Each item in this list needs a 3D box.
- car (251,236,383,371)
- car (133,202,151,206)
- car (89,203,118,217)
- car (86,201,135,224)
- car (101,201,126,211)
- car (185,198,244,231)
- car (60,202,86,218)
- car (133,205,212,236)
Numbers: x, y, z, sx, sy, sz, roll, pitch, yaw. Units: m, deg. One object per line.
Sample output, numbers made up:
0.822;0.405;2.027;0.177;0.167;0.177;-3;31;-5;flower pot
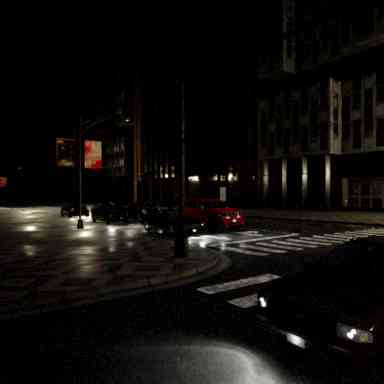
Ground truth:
3.518;1.547;5.896;5.357;1.411;2.033;0;0;-36;car
-4.582;1.716;30.686;2.097;1.767;4.553;0;-1;-36;car
-10.365;2.024;38.771;1.812;1.442;4.674;0;-1;-35;car
-7.101;1.855;28.616;1.882;1.535;5.008;0;-1;-36;car
-12.752;2.194;53.594;2.033;1.411;5.357;0;-1;-36;car
1.074;1.455;22.822;2.150;2.045;5.566;0;-1;-34;car
-13.012;1.867;36.887;2.097;1.767;4.553;0;-1;-35;car
-1.411;1.793;20.665;2.033;1.411;5.357;0;-1;-36;car
